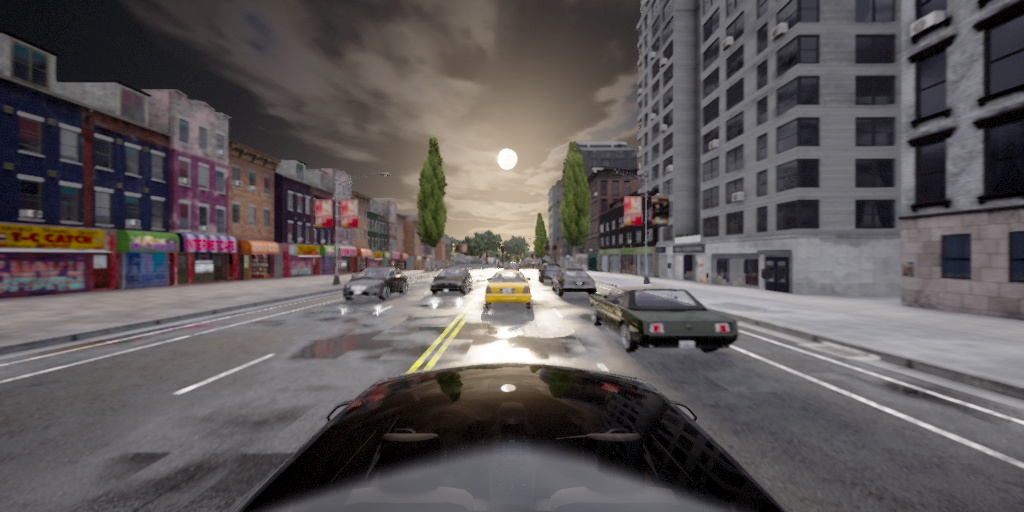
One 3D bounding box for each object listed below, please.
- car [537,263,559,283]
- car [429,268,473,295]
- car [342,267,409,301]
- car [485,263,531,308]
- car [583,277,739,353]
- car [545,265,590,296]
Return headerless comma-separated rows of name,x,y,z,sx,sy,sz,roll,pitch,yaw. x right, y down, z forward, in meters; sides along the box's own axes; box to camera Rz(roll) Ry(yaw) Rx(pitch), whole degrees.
car,3.258,1.384,30.840,2.033,1.649,4.856,0,-1,0
car,-3.343,1.389,20.828,2.033,1.411,5.357,0,-1,0
car,-6.594,1.308,17.802,2.128,1.511,4.902,0,0,0
car,-0.124,1.256,15.514,1.801,1.575,5.366,0,0,1
car,3.252,1.367,8.861,1.895,1.301,4.718,0,0,0
car,3.255,1.381,19.835,2.033,1.411,5.357,0,0,0
